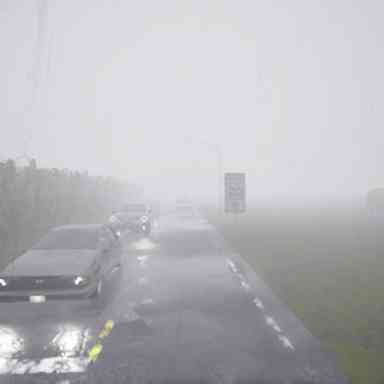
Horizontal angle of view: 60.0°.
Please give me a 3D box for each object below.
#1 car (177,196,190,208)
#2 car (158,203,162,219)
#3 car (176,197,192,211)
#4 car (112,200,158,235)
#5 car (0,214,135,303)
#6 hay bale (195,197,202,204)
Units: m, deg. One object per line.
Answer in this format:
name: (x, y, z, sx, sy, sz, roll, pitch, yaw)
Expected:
car: (-1.349, 1.479, 50.430, 1.837, 1.490, 4.892, -1, 0, -2)
car: (-3.610, 1.558, 29.033, 2.033, 1.411, 5.357, -1, 0, -2)
car: (-1.013, 1.578, 40.298, 1.895, 1.301, 4.718, -1, 0, -2)
car: (-3.293, 1.365, 18.730, 2.097, 1.767, 4.553, 0, 0, -2)
car: (-2.951, 1.568, 8.734, 2.033, 1.411, 5.357, -1, 0, -3)
hay bale: (1.267, 1.596, 62.779, 1.220, 1.180, 1.240, -1, 0, -3)
